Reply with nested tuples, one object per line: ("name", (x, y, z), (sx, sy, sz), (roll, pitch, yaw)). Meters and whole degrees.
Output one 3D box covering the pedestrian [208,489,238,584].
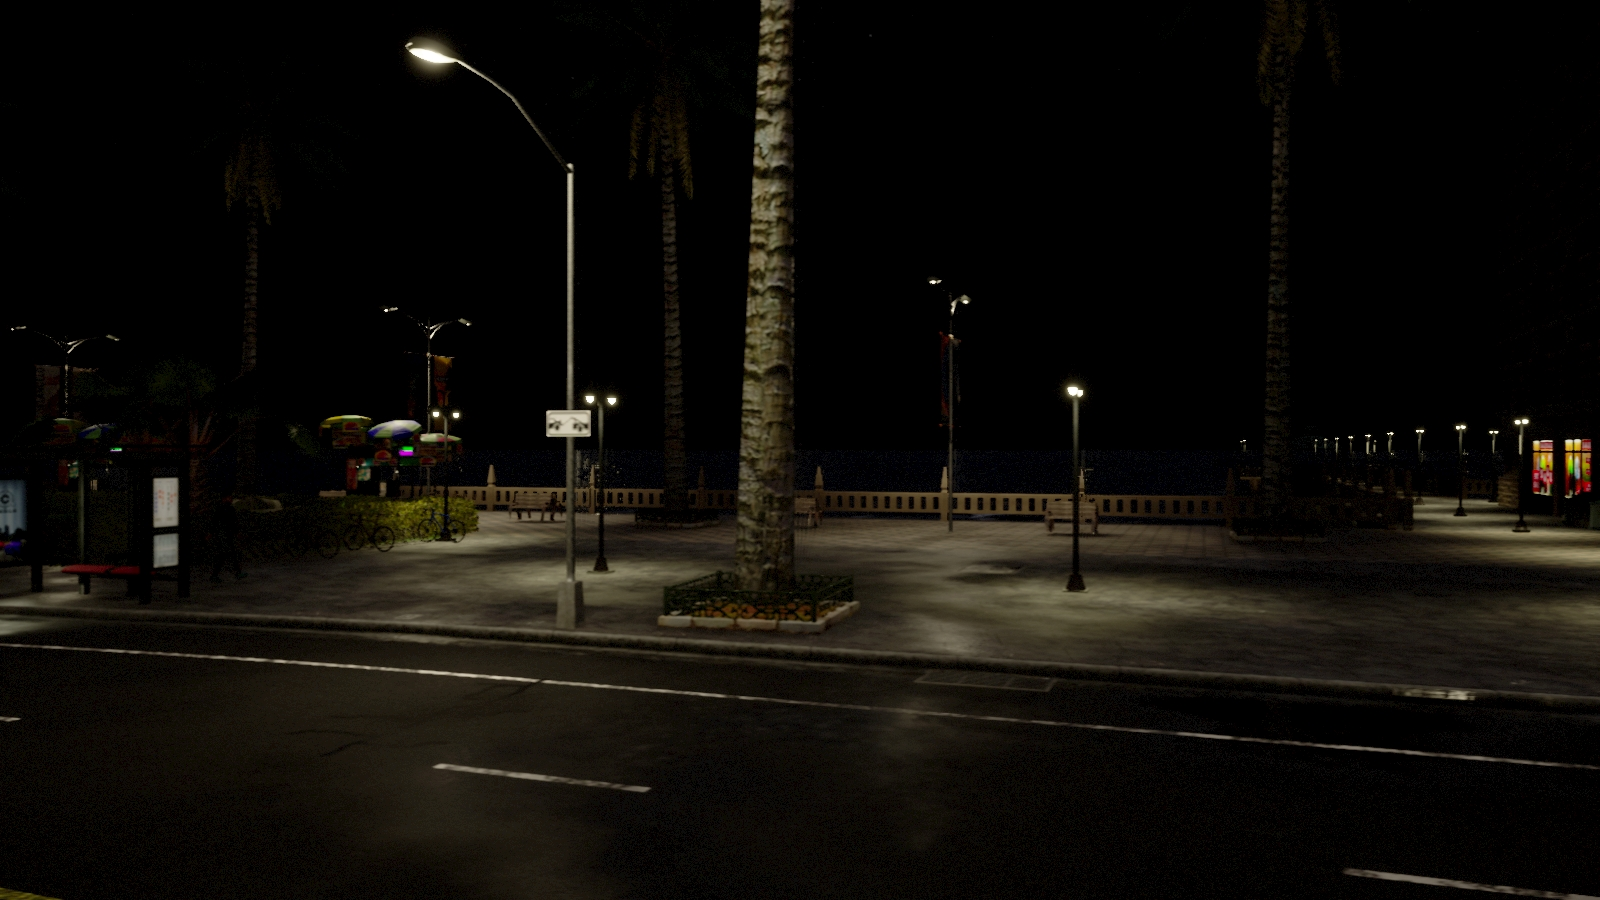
("pedestrian", (-11.391, 1.698, 22.550), (0.375, 1.860, 0.375), (0, 0, 13))
